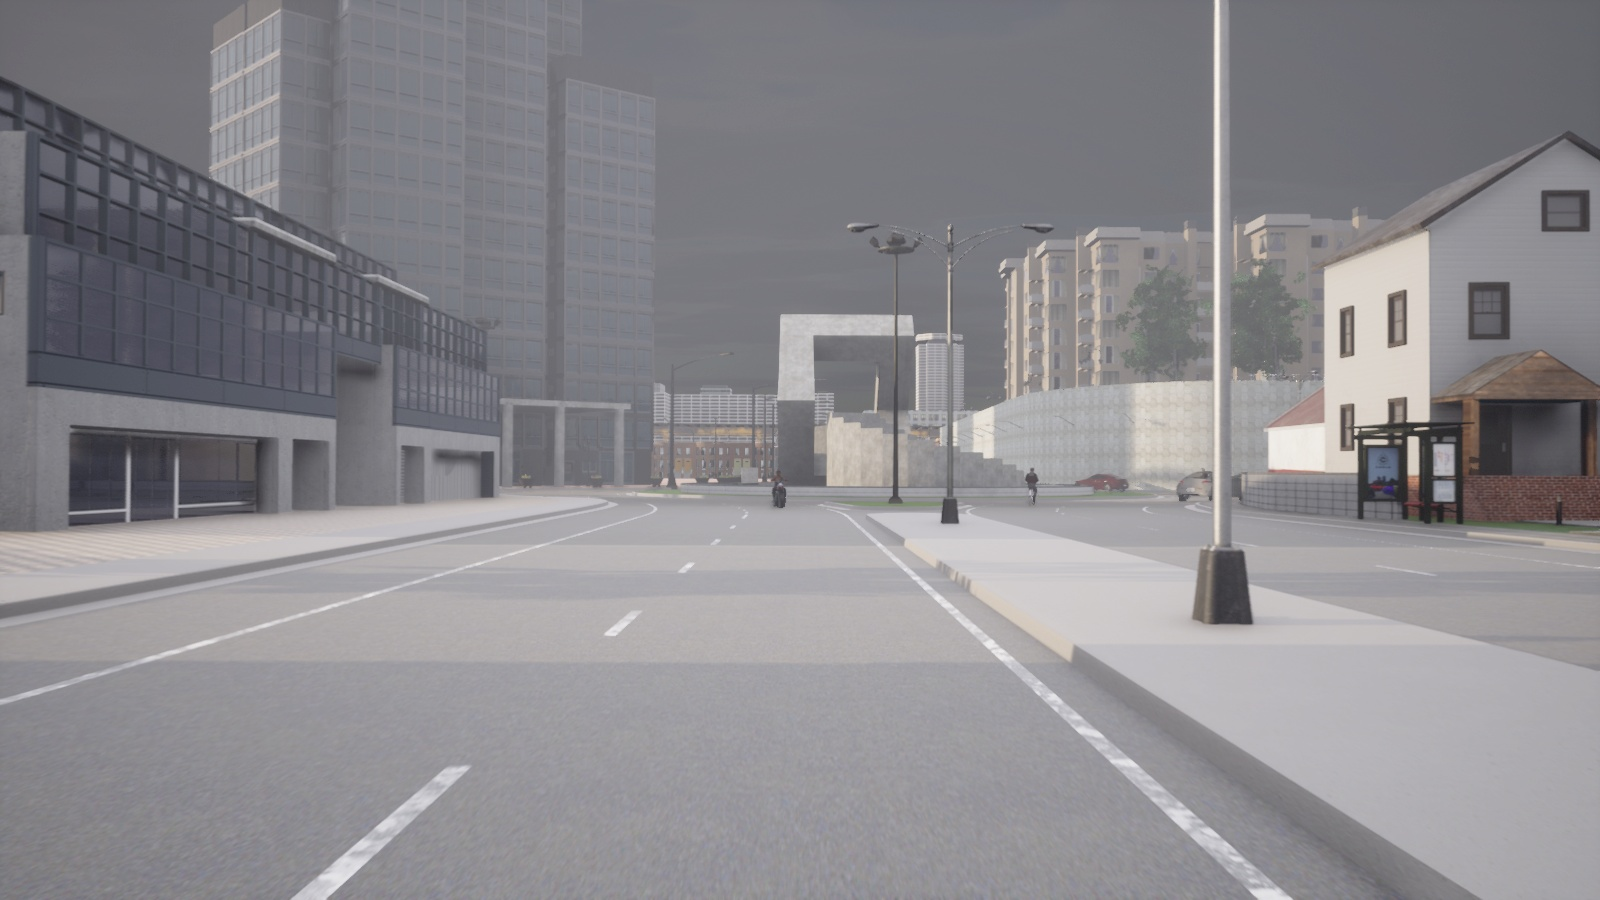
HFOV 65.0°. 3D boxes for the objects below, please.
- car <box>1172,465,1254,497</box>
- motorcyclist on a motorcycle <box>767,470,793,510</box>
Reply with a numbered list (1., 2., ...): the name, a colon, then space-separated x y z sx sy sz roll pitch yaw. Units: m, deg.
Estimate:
1. car: 22.374 1.641 67.907 5.027 1.651 2.152 1 -1 -45
2. motorcyclist on a motorcycle: -0.856 1.659 53.206 0.766 1.649 2.350 0 -1 -8
